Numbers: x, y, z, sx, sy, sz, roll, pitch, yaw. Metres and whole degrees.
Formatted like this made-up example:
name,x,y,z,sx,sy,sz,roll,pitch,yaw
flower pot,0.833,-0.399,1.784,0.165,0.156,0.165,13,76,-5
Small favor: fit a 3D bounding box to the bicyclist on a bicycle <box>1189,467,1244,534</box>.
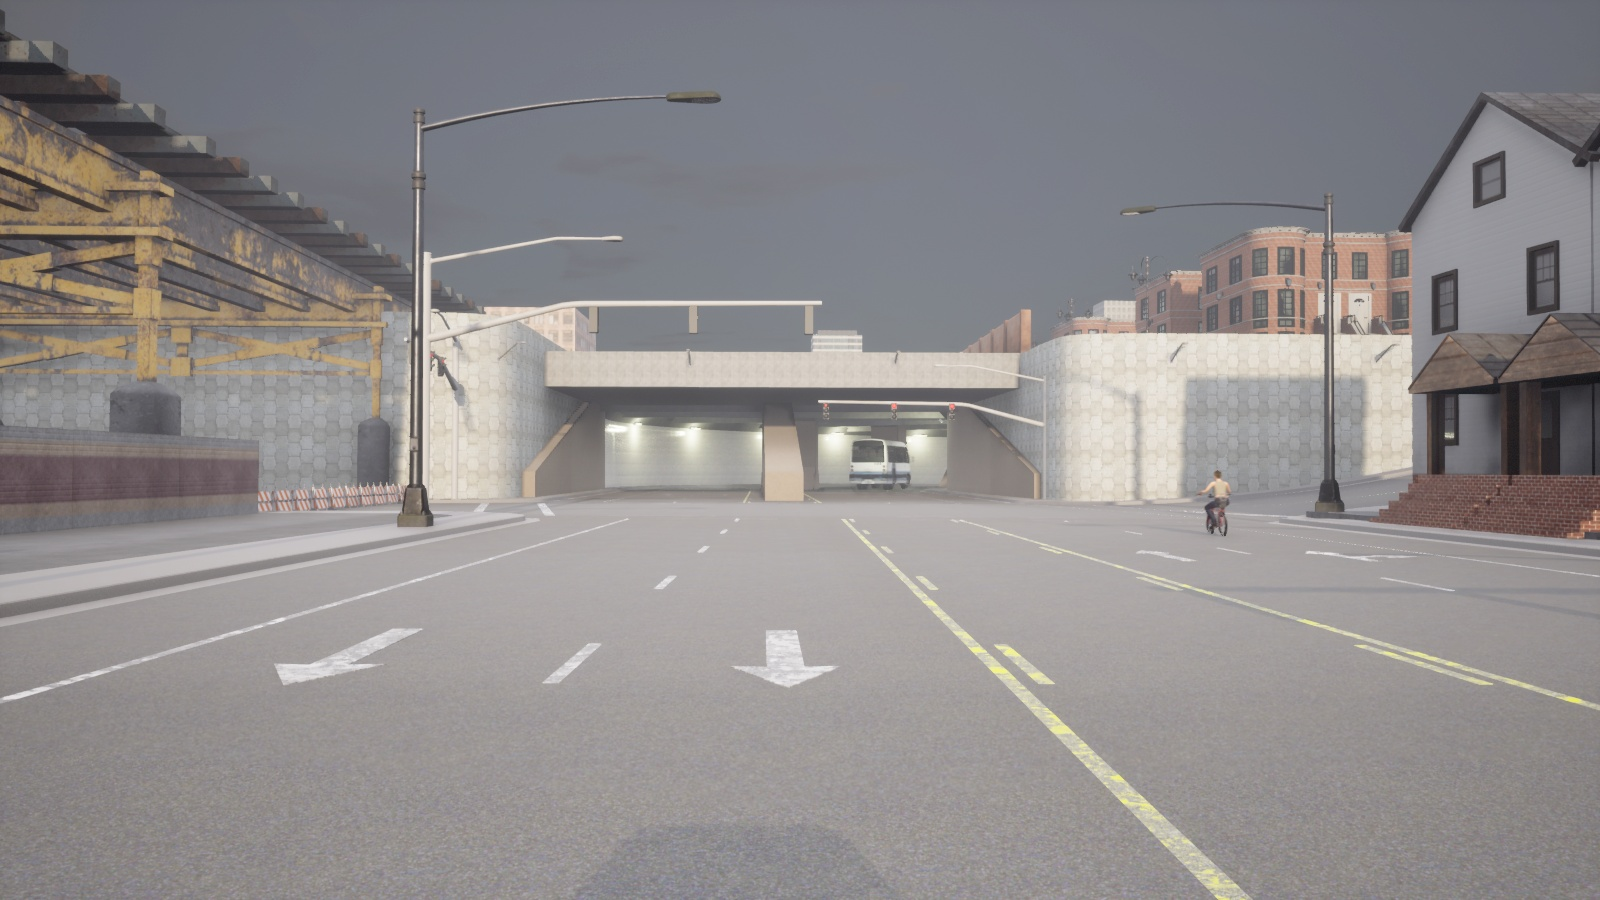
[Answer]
name,x,y,z,sx,sy,sz,roll,pitch,yaw
bicyclist on a bicycle,10.320,1.232,31.162,0.866,1.612,1.509,0,-1,0
